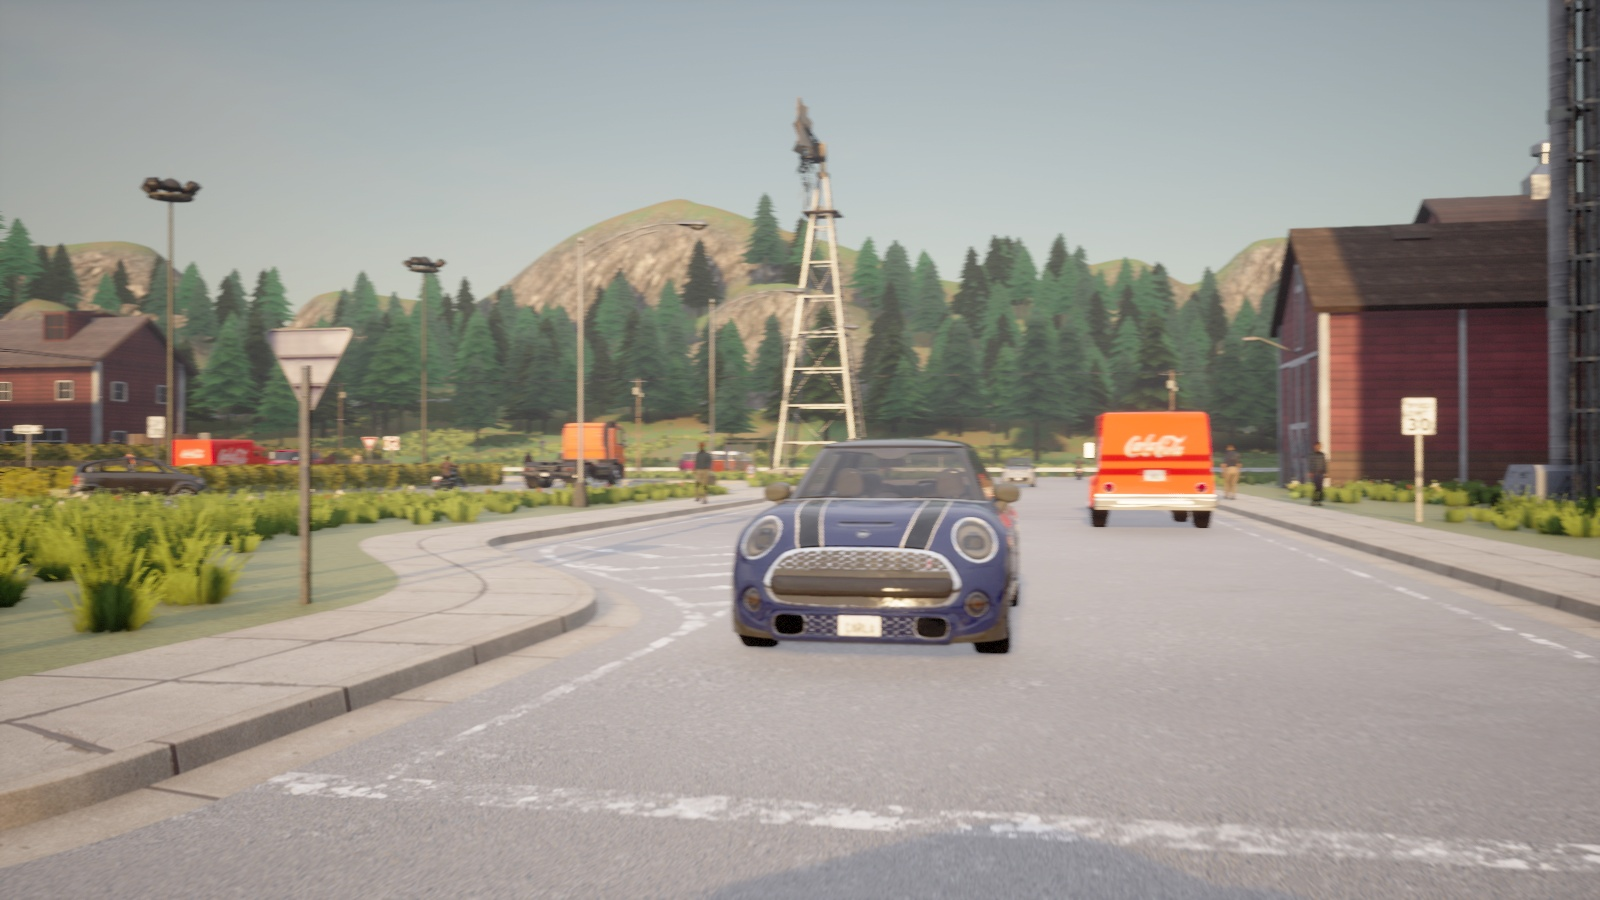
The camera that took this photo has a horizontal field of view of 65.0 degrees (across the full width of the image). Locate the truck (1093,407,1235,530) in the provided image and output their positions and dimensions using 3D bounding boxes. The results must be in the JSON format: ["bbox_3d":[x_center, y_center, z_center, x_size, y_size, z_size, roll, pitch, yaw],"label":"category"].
[{"bbox_3d":[7.977,0.395,28.075,2.627,2.467,5.204,0,0,12],"label":"truck"}]

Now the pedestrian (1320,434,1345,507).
[{"bbox_3d":[14.396,0.538,33.963,0.423,1.949,0.788,0,0,7],"label":"pedestrian"}]

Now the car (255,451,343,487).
[{"bbox_3d":[-29.871,1.106,75.103,2.150,2.045,5.566,0,0,12],"label":"car"}]

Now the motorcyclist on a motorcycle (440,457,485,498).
[{"bbox_3d":[-13.759,1.098,51.234,0.766,1.649,2.350,0,-1,12],"label":"motorcyclist on a motorcycle"}]

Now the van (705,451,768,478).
[{"bbox_3d":[-4.897,1.112,96.894,4.480,2.038,2.069,0,0,13],"label":"van"}]

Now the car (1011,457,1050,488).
[{"bbox_3d":[11.649,1.099,63.287,1.845,1.501,3.633,0,0,12],"label":"car"}]

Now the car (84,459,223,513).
[{"bbox_3d":[-19.783,1.079,38.578,3.705,1.549,1.789,0,0,-26],"label":"car"}]

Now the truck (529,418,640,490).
[{"bbox_3d":[-10.928,0.234,64.559,2.891,3.462,7.936,0,0,12],"label":"truck"}]

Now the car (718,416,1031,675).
[{"bbox_3d":[0.903,0.671,11.002,2.097,1.767,4.553,0,0,12],"label":"car"}]

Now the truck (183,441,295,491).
[{"bbox_3d":[-28.645,0.824,64.332,2.627,2.467,5.204,0,0,12],"label":"truck"}]

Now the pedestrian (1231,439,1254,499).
[{"bbox_3d":[13.747,0.575,39.011,0.540,1.848,0.694,0,0,8],"label":"pedestrian"}]

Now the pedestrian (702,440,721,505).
[{"bbox_3d":[-2.542,0.646,36.157,0.370,1.835,0.726,0,0,11],"label":"pedestrian"}]
